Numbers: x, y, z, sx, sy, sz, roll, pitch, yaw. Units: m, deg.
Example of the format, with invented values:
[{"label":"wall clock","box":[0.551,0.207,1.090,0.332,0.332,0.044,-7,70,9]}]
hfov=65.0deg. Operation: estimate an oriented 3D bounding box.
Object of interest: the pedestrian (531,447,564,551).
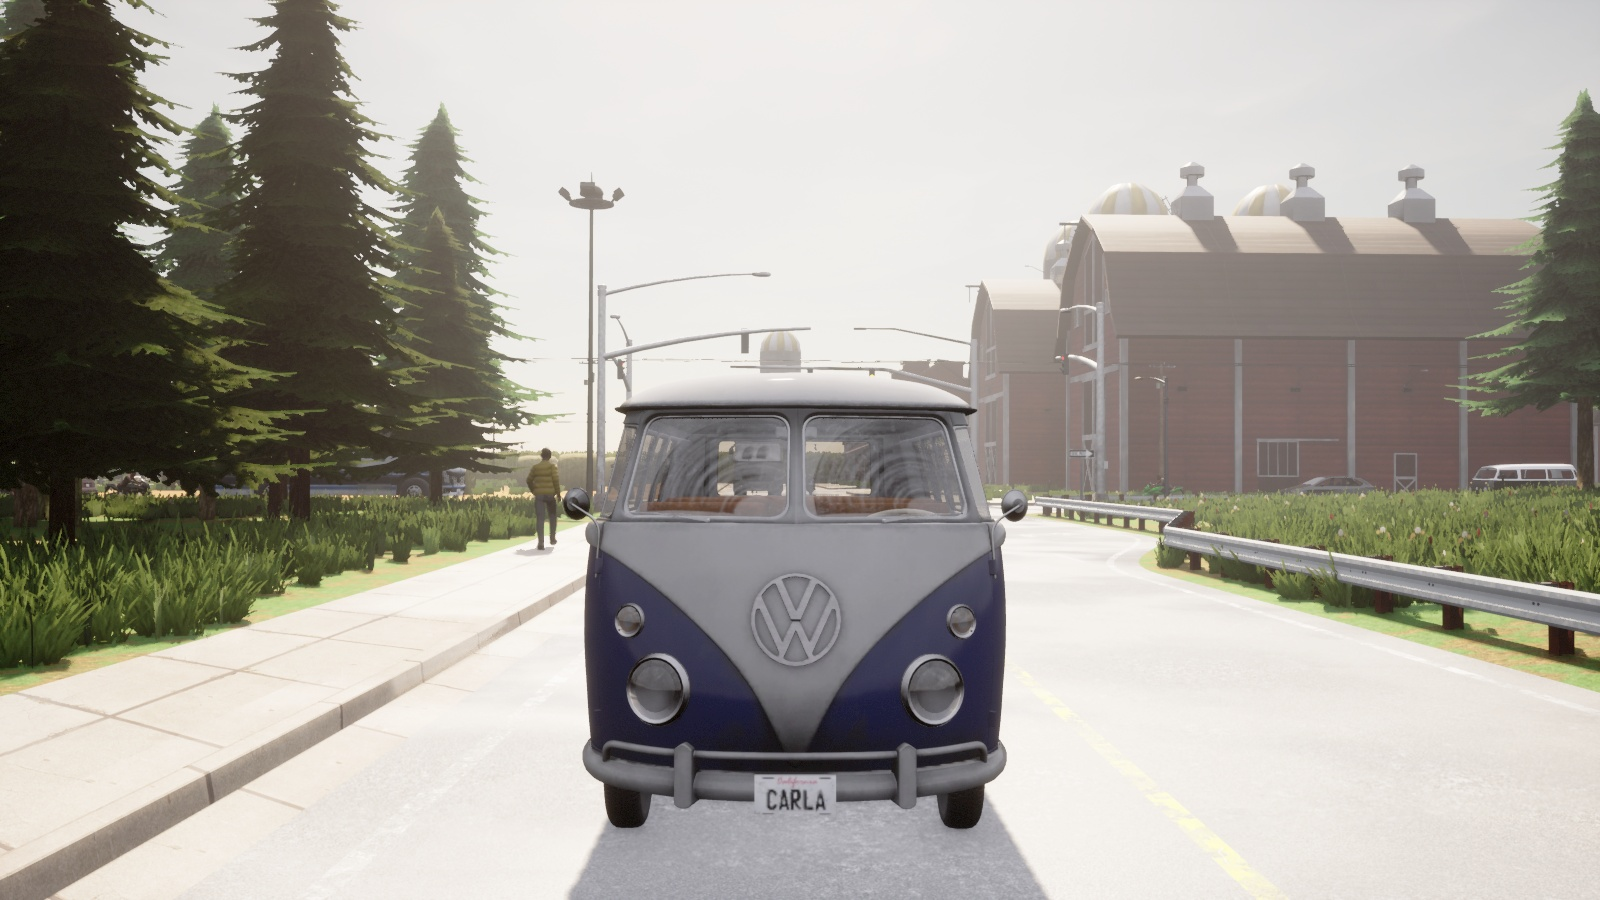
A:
[{"label":"pedestrian","box":[-4.517,0.871,22.480,0.431,1.840,0.709,0,-1,1]}]

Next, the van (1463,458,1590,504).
[{"label":"van","box":[32.474,1.376,56.197,4.480,2.038,2.069,0,-1,-1]}]

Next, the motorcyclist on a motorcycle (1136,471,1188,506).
[{"label":"motorcyclist on a motorcycle","box":[16.080,1.694,55.812,2.044,1.523,0.797,0,-1,-1]}]

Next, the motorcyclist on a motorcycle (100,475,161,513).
[{"label":"motorcyclist on a motorcycle","box":[-27.342,1.792,51.301,2.044,1.523,0.797,0,-1,-1]}]

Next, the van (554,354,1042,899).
[{"label":"van","box":[-0.024,0.681,6.802,1.775,1.987,4.442,0,-1,0]}]

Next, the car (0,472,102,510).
[{"label":"car","box":[-32.903,1.787,54.674,3.988,1.617,1.851,0,-1,-1]}]

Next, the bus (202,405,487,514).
[{"label":"bus","box":[-18.437,0.402,51.531,10.273,4.253,3.944,0,-1,-1]}]

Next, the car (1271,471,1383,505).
[{"label":"car","box":[23.452,1.699,55.983,4.193,1.474,1.816,0,-1,-1]}]
